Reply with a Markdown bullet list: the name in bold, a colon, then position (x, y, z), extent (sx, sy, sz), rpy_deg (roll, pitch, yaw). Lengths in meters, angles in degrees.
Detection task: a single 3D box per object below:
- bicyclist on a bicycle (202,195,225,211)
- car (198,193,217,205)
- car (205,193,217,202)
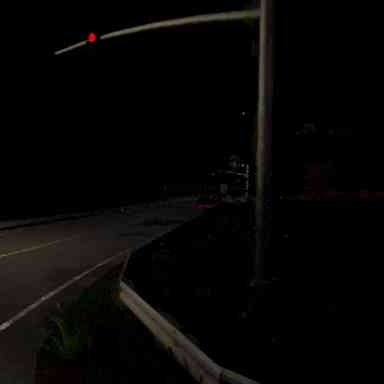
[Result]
- **bicyclist on a bicycle**: position (1.670, 1.019, 22.861), extent (1.656, 1.620, 0.582), rpy_deg (32, 4, 5)
- **car**: position (2.026, 1.060, 49.033), extent (2.128, 1.511, 4.902), rpy_deg (1, 1, 8)
- **car**: position (3.434, 0.994, 59.141), extent (1.837, 1.490, 4.892), rpy_deg (1, 1, 8)
